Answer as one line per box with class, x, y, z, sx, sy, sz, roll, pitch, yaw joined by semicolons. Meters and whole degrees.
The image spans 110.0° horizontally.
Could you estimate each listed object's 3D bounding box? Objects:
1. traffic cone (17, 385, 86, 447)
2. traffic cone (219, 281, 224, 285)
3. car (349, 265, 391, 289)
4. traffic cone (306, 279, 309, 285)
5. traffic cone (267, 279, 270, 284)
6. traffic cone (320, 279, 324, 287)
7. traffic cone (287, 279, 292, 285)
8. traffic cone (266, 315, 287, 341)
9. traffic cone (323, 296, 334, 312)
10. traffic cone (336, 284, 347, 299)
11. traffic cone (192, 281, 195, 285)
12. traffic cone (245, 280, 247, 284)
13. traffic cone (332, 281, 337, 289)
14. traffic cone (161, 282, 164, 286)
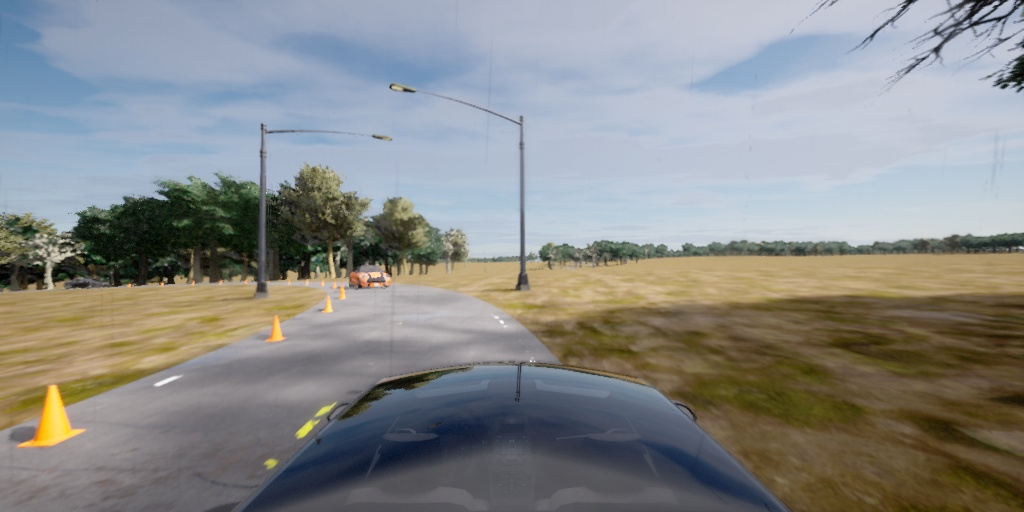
traffic cone;-5.065;1.723;3.960;0.340;0.580;0.340;0;0;-4
traffic cone;-34.861;3.139;42.959;0.340;0.580;0.340;0;0;20
car;-10.321;1.433;25.984;2.097;1.767;4.553;0;-2;-34
traffic cone;-18.922;2.422;33.130;0.340;0.580;0.340;0;0;44
traffic cone;-26.375;2.778;38.880;0.340;0.580;0.340;0;0;32
traffic cone;-15.684;2.237;29.704;0.340;0.580;0.340;0;0;-40
traffic cone;-22.498;2.603;36.200;0.340;0.580;0.340;0;0;38
traffic cone;-5.678;1.721;8.637;0.340;0.580;0.340;0;0;-10
traffic cone;-6.774;1.755;13.226;0.340;0.580;0.340;0;0;-16
traffic cone;-8.342;1.825;17.674;0.340;0.580;0.340;0;0;-22
traffic cone;-39.377;3.329;44.313;0.340;0.580;0.340;0;0;14
traffic cone;-30.511;2.955;41.141;0.340;0.580;0.340;0;0;26
traffic cone;-12.822;2.067;25.958;0.340;0.580;0.340;0;0;-34
traffic cone;-44.063;3.526;45.211;0.340;0.580;0.340;0;0;9
